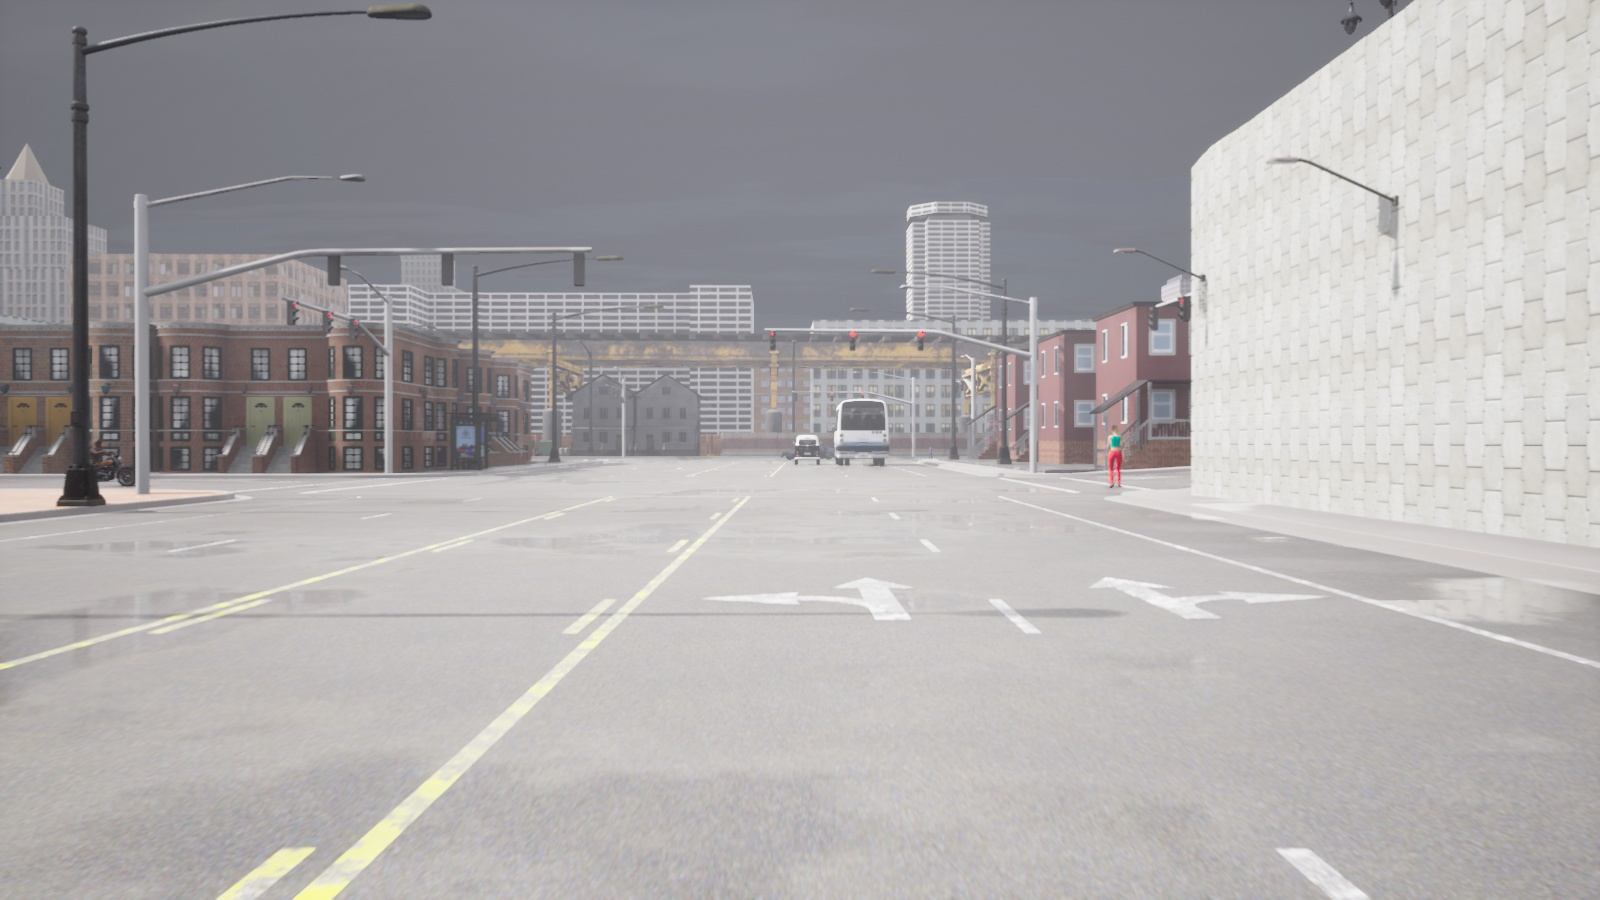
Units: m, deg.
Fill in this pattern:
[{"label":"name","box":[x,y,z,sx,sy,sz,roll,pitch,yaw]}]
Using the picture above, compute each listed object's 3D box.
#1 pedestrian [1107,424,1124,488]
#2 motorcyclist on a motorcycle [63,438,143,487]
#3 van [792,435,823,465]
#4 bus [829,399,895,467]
[{"label":"pedestrian","box":[9.081,0.170,36.156,0.345,1.836,0.594,0,0,1]},{"label":"motorcyclist on a motorcycle","box":[-23.914,0.435,43.103,2.350,1.649,0.766,0,0,0]},{"label":"van","box":[0.505,-0.015,86.039,2.069,2.038,4.480,0,0,0]},{"label":"bus","box":[3.992,-1.098,83.681,3.944,4.253,10.273,0,0,0]}]
